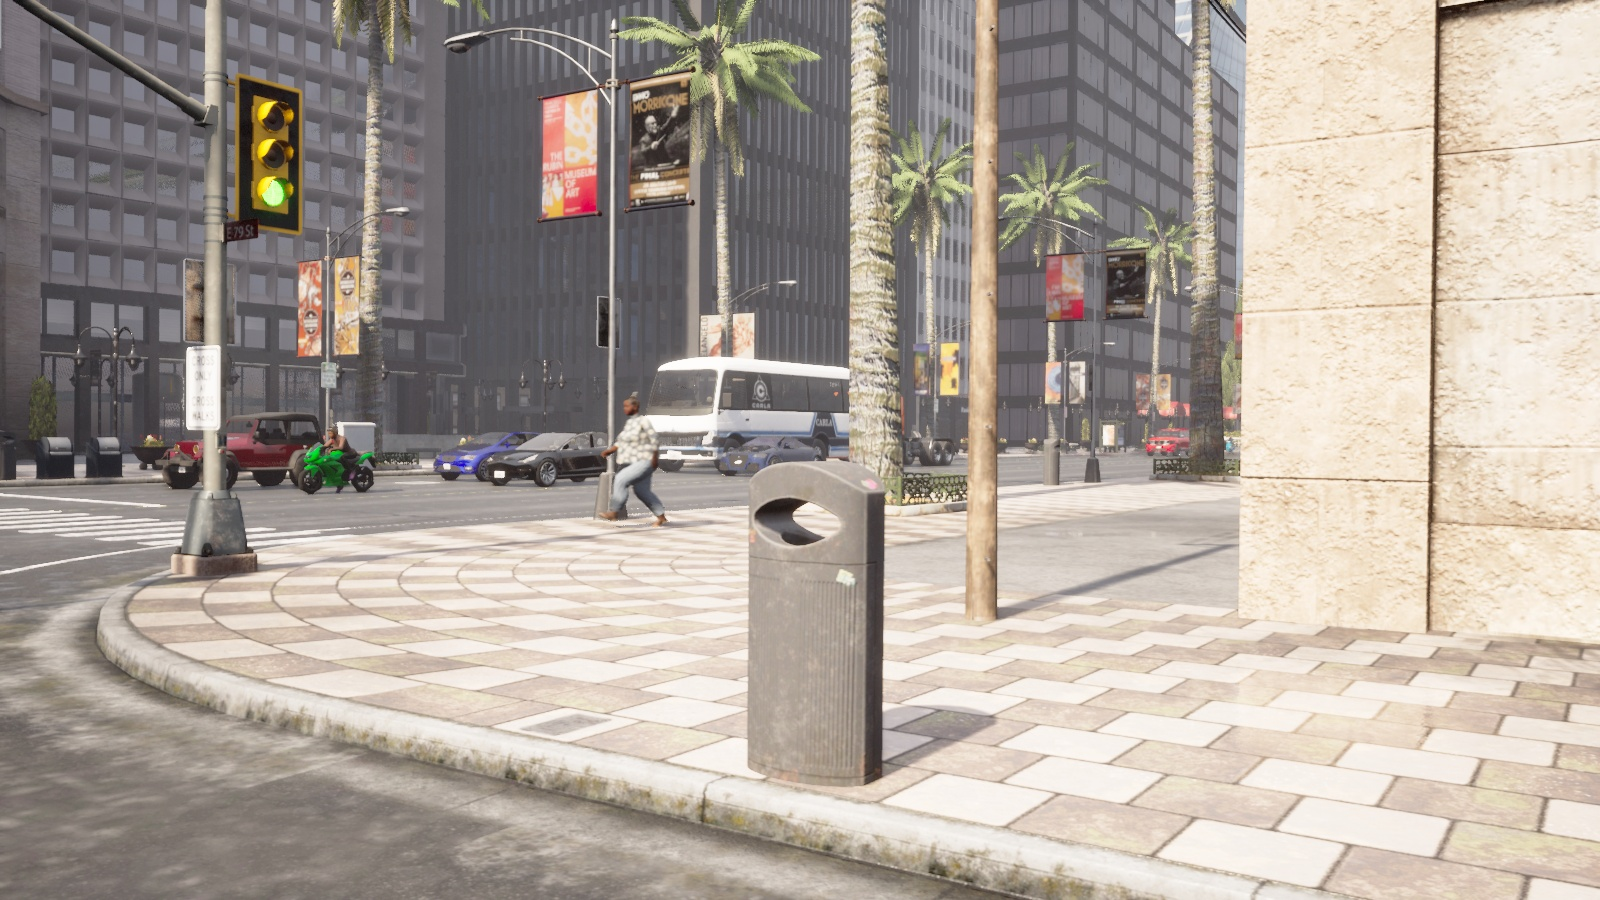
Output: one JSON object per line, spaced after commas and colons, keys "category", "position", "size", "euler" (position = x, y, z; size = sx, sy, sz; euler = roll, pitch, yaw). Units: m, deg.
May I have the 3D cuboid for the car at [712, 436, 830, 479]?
{"category": "car", "position": [-0.942, 0.229, 43.111], "size": [1.994, 1.385, 4.181], "euler": [0, 1, 33]}

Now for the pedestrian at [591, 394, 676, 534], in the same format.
{"category": "pedestrian", "position": [-2.299, 0.179, 17.255], "size": [0.900, 1.855, 0.874], "euler": [-1, 1, -27]}

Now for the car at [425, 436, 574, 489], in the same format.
{"category": "car", "position": [-8.892, 0.329, 37.488], "size": [1.816, 1.474, 4.193], "euler": [0, 1, 34]}

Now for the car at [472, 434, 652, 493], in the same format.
{"category": "car", "position": [-6.495, 0.328, 34.778], "size": [2.163, 1.488, 4.792], "euler": [0, 1, 33]}

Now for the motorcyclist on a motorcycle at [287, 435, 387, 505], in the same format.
{"category": "motorcyclist on a motorcycle", "position": [-10.557, 0.431, 28.676], "size": [0.797, 1.523, 2.044], "euler": [0, 1, 34]}

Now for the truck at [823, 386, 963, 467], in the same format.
{"category": "truck", "position": [4.375, -1.059, 57.407], "size": [2.891, 3.462, 7.936], "euler": [0, 1, 33]}

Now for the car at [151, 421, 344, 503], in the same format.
{"category": "car", "position": [-13.417, 0.245, 30.675], "size": [1.905, 1.878, 3.866], "euler": [0, 1, 34]}

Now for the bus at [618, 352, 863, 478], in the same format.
{"category": "bus", "position": [-1.965, -1.266, 47.866], "size": [3.944, 4.253, 10.273], "euler": [0, 1, 34]}

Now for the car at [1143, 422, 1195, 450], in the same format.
{"category": "car", "position": [27.246, -1.045, 92.547], "size": [2.150, 2.045, 5.566], "euler": [0, 1, 33]}
